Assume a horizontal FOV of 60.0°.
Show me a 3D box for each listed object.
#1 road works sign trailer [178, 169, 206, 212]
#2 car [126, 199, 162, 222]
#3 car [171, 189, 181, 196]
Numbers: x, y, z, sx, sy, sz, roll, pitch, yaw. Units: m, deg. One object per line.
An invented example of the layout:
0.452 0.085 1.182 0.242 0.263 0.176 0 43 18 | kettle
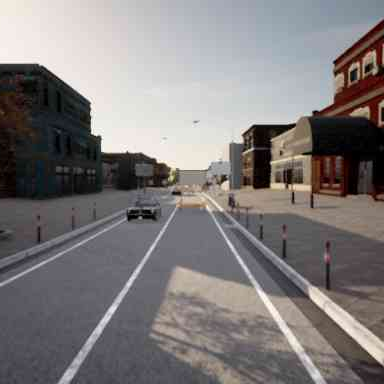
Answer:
0.017 -0.187 28.628 2.380 3.560 2.880 0 2 0 | road works sign trailer
-3.086 1.174 22.111 1.895 1.301 4.718 0 2 0 | car
-2.985 0.028 63.547 1.895 1.301 4.718 0 2 0 | car
